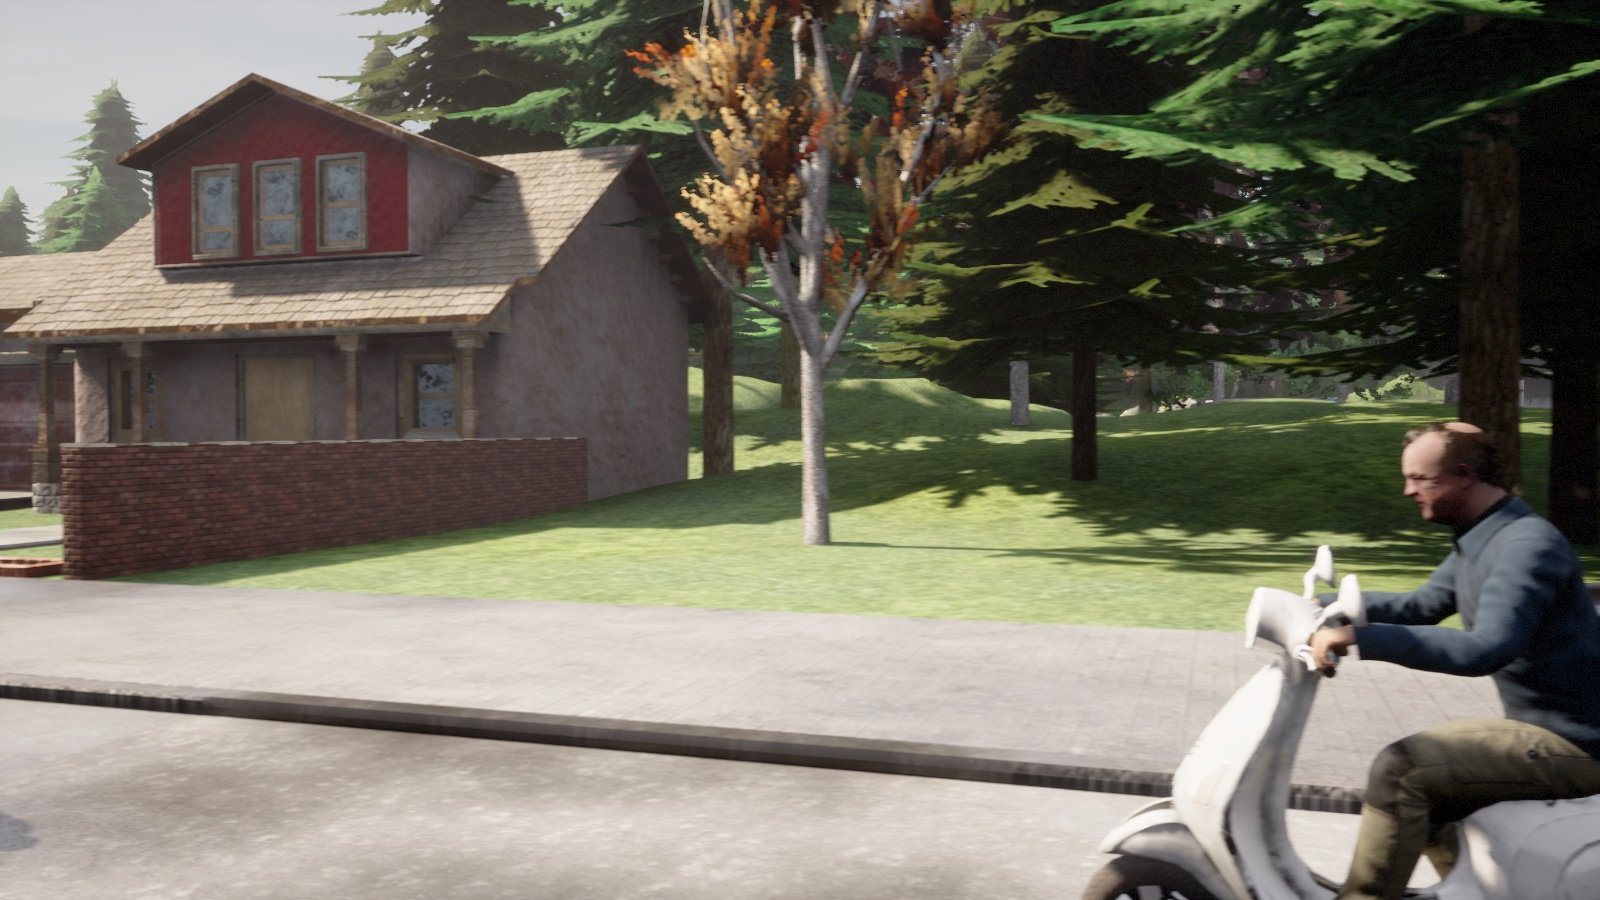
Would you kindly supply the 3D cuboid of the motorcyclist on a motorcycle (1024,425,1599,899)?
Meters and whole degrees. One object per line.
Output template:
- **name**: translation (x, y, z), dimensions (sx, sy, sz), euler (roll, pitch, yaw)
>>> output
- **motorcyclist on a motorcycle**: translation (1.550, 0.735, 3.197), dimensions (1.817, 1.590, 0.866), euler (1, 1, 19)
